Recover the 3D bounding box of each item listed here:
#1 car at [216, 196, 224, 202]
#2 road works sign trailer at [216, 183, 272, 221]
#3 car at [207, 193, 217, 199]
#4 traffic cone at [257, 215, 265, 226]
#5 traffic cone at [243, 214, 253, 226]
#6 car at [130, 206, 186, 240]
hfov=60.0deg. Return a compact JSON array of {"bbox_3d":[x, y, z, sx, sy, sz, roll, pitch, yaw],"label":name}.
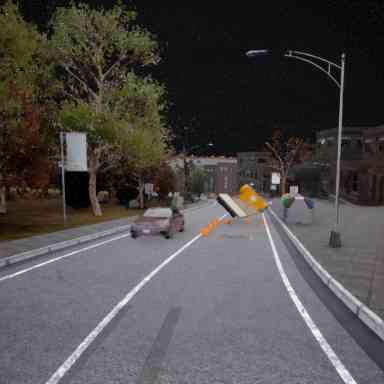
[{"bbox_3d":[5.869,1.370,60.230,1.994,1.385,4.181,0,0,5],"label":"car"},{"bbox_3d":[3.292,1.081,23.645,3.560,2.880,2.380,1,41,-53],"label":"road works sign trailer"},{"bbox_3d":[5.429,1.076,88.776,2.097,1.767,4.553,-1,0,-7],"label":"car"},{"bbox_3d":[4.669,1.946,21.984,0.340,0.580,0.340,1,0,20],"label":"traffic cone"},{"bbox_3d":[3.710,1.916,22.019,0.340,0.580,0.340,7,2,10],"label":"traffic cone"},{"bbox_3d":[-1.533,1.435,16.649,1.812,1.442,4.674,1,0,11],"label":"car"}]
